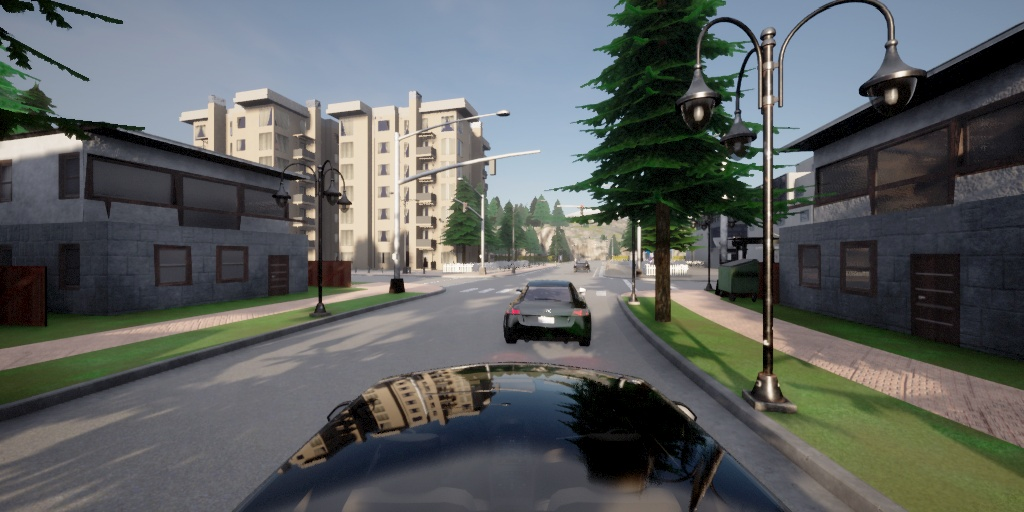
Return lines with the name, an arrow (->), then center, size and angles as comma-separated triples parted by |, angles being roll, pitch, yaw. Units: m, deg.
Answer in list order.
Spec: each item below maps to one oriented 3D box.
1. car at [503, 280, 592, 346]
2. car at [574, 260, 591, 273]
car -> 1.011, 1.314, 9.488 | 1.994, 1.385, 4.181 | 0, 0, 9
car -> 8.802, 1.276, 45.011 | 2.128, 1.511, 4.902 | 0, 0, 14
